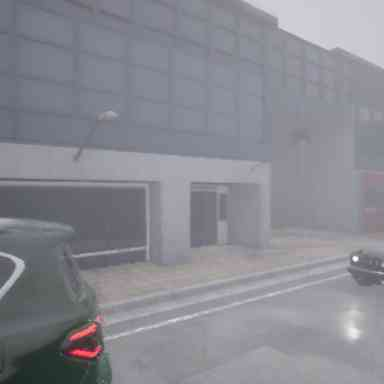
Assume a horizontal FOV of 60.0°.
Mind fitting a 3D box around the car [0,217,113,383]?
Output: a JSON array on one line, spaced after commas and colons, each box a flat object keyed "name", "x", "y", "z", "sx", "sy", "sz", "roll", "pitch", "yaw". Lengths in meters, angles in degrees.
[{"name": "car", "x": -3.219, "y": 1.228, "z": 1.693, "sx": 5.566, "sy": 2.045, "sz": 2.150, "roll": 0, "pitch": 0, "yaw": -35}]

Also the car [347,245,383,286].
[{"name": "car", "x": 5.847, "y": 1.582, "z": 8.145, "sx": 4.718, "sy": 1.301, "sz": 1.895, "roll": 0, "pitch": 0, "yaw": -35}]
